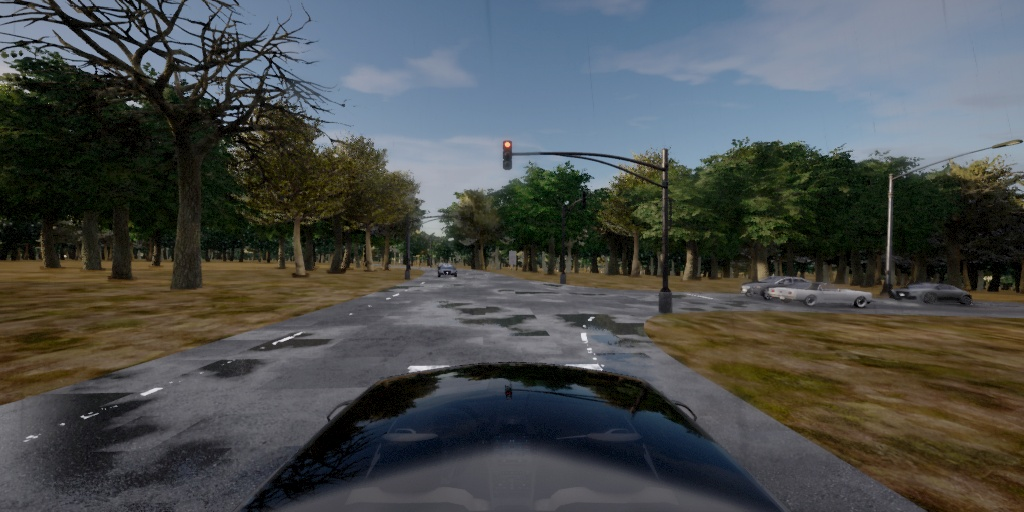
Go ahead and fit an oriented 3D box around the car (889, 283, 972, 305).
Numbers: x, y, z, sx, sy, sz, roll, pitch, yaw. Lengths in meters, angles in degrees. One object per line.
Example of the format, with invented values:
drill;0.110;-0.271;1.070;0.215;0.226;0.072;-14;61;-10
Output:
car;28.563;2.537;24.537;4.181;1.385;1.994;2;0;-3

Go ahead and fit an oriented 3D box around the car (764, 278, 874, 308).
car;17.436;2.149;20.296;4.718;1.301;1.895;2;0;-3

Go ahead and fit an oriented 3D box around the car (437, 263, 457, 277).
car;-7.136;1.619;39.692;1.994;1.385;4.181;0;-1;-10

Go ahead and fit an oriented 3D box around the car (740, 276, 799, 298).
car;17.846;2.084;23.936;4.902;1.511;2.128;2;0;-5
